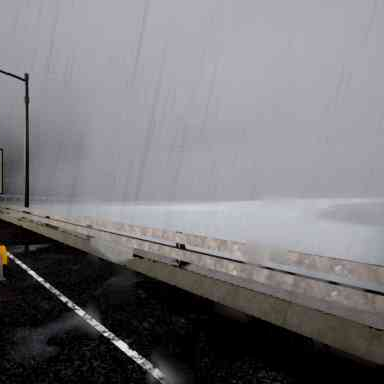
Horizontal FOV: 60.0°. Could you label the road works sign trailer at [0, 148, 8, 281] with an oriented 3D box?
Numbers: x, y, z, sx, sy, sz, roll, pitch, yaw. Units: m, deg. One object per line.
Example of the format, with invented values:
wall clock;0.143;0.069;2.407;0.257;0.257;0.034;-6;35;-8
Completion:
road works sign trailer;-6.477;0.468;8.991;2.380;3.560;2.880;0;0;-38
